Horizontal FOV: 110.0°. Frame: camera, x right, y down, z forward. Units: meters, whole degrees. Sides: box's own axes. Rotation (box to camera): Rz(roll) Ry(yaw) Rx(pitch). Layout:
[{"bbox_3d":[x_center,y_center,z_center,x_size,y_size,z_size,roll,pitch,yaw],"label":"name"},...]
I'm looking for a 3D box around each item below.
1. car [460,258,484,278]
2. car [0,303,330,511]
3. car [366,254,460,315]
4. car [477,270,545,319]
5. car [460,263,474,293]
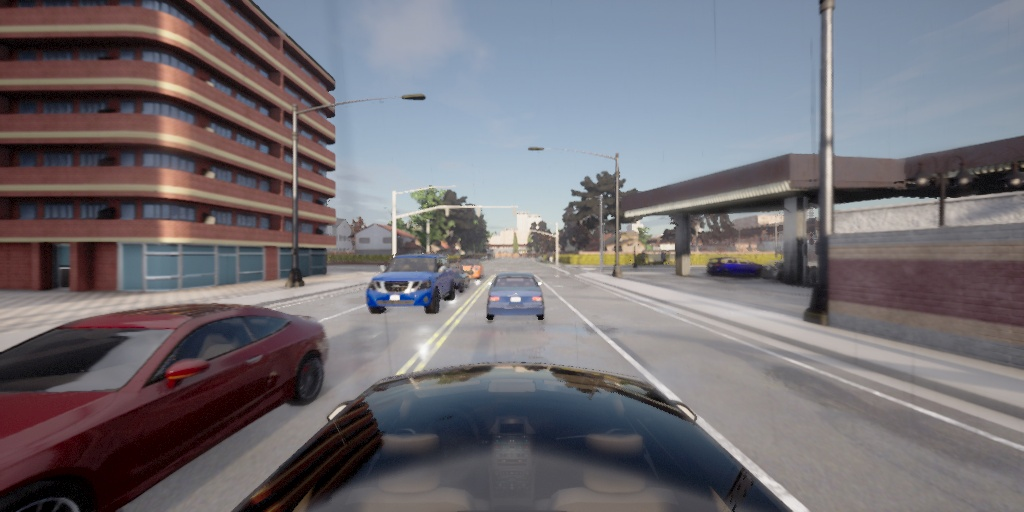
[{"bbox_3d":[-3.517,0.999,29.779,2.097,1.767,4.553,0,0,0],"label":"car"},{"bbox_3d":[-3.604,1.269,3.545,1.812,1.442,4.674,0,0,0],"label":"car"},{"bbox_3d":[-3.595,0.930,13.781,2.150,2.045,5.566,0,0,0],"label":"car"},{"bbox_3d":[0.106,1.258,12.580,2.033,1.411,5.357,0,0,0],"label":"car"},{"bbox_3d":[-3.502,1.284,20.035,1.994,1.385,4.181,0,0,0],"label":"car"}]
